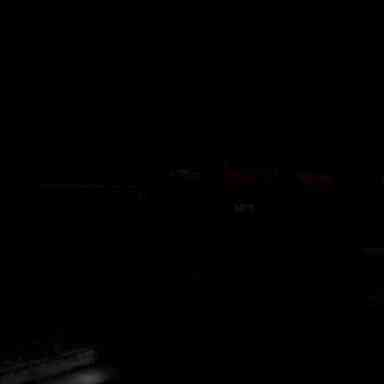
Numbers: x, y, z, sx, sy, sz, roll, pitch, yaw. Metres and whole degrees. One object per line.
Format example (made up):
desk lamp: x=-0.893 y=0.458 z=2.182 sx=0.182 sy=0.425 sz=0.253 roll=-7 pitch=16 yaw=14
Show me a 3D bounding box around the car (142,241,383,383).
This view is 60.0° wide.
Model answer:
car: x=1.807 y=1.461 z=4.252 sx=5.008 sy=1.535 sz=1.882 roll=0 pitch=0 yaw=-33
